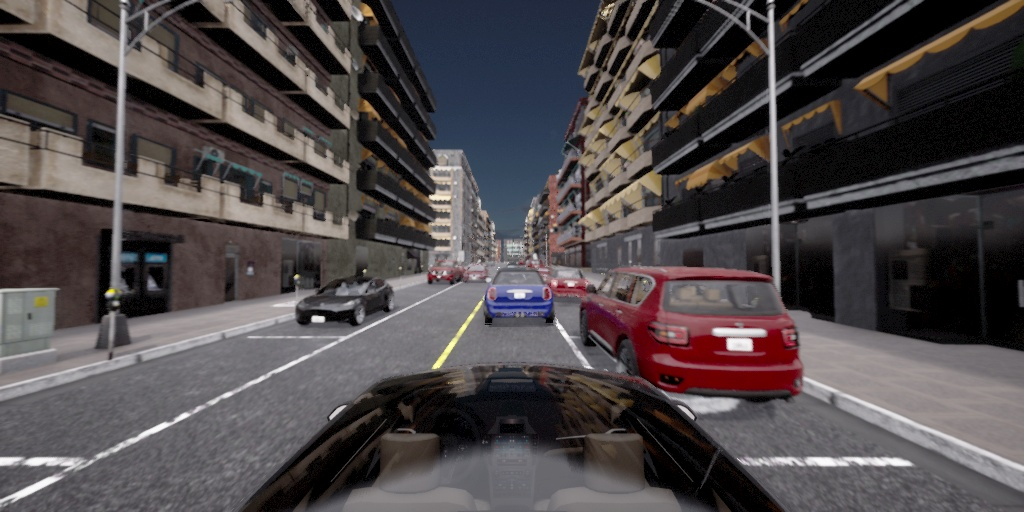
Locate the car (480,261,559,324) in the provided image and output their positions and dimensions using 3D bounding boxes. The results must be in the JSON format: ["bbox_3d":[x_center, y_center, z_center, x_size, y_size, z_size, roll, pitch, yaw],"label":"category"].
[{"bbox_3d":[0.154,1.159,12.376,2.097,1.767,4.553,0,0,-2],"label":"car"}]

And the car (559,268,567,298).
[{"bbox_3d":[2.534,1.277,17.469,1.967,1.591,4.097,0,0,0],"label":"car"}]

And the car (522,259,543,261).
[{"bbox_3d":[2.535,1.301,39.593,2.192,1.841,5.009,0,0,0],"label":"car"}]

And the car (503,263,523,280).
[{"bbox_3d":[0.100,1.478,34.967,1.812,1.442,4.674,0,0,0],"label":"car"}]

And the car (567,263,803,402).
[{"bbox_3d":[2.534,1.089,6.406,2.192,1.841,5.009,0,0,0],"label":"car"}]

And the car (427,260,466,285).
[{"bbox_3d":[-5.314,1.223,28.586,2.192,1.841,5.009,0,0,0],"label":"car"}]

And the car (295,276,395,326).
[{"bbox_3d":[-5.314,1.371,11.998,1.948,1.339,4.313,0,0,0],"label":"car"}]

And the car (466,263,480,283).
[{"bbox_3d":[-2.848,1.440,29.503,1.812,1.442,4.674,0,0,0],"label":"car"}]
